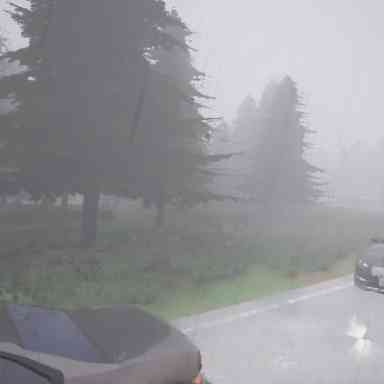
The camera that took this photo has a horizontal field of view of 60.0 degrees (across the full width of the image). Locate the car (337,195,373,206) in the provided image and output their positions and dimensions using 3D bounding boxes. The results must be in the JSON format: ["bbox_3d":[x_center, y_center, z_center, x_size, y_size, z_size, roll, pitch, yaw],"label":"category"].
[{"bbox_3d":[19.937,1.135,40.951,1.882,1.535,5.008,5,2,-13],"label":"car"}]

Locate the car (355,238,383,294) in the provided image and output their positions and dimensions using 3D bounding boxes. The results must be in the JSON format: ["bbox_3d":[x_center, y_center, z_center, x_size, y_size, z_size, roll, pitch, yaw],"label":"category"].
[{"bbox_3d":[5.763,1.544,8.115,4.902,1.511,2.128,0,0,-40],"label":"car"}]

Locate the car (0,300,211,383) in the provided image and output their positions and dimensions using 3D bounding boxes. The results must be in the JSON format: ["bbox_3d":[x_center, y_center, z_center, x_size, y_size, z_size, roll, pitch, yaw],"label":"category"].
[{"bbox_3d":[-2.353,1.539,1.924,5.357,1.411,2.033,0,0,-35],"label":"car"}]
